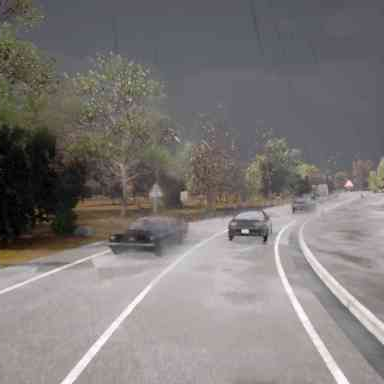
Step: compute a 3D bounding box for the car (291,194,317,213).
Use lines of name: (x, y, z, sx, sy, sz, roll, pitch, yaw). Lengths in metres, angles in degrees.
car: (12.112, 1.358, 35.906, 2.128, 1.511, 4.902, -3, 0, 31)

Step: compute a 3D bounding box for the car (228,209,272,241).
car: (3.003, 1.570, 16.858, 1.812, 1.442, 4.674, -1, 0, 17)

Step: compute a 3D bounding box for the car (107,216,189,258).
car: (-1.552, 1.683, 13.413, 1.895, 1.301, 4.718, -1, -1, 13)
